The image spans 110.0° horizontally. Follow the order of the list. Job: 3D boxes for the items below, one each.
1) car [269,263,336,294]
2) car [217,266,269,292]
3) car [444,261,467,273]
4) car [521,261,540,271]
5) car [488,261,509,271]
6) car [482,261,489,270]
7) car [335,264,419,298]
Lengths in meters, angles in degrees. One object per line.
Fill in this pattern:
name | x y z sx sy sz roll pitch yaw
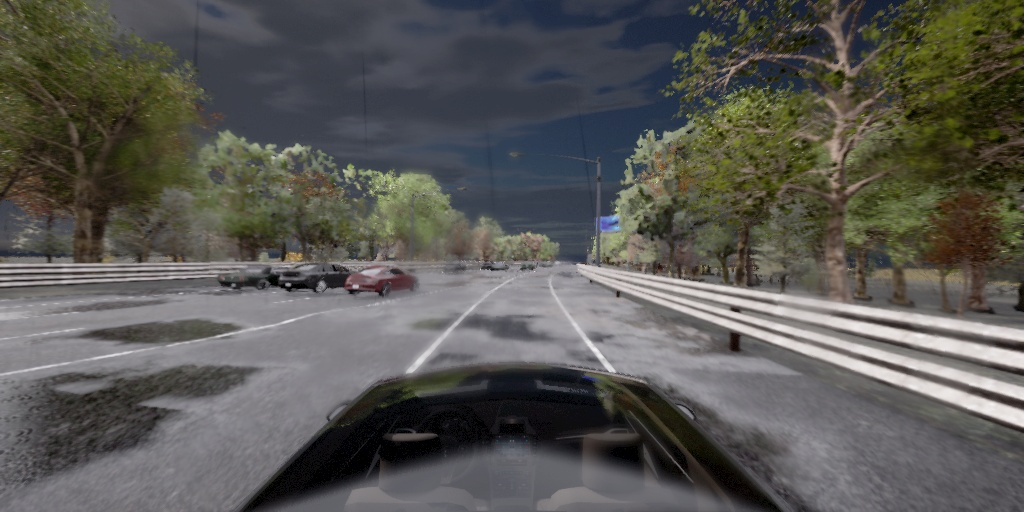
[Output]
car | -9.907 1.129 19.085 1.837 1.490 4.892 1 -1 13
car | -13.302 1.196 19.929 1.895 1.301 4.718 0 -1 13
car | -7.319 1.436 46.916 2.128 1.511 4.902 0 -1 12
car | 2.944 1.557 60.909 2.097 1.767 4.553 0 -1 12
car | -1.747 1.665 55.886 1.994 1.385 4.181 0 -1 12
car | -3.859 1.655 62.536 1.837 1.490 4.892 0 -1 12
car | -6.479 1.221 18.269 1.812 1.442 4.674 2 0 13
